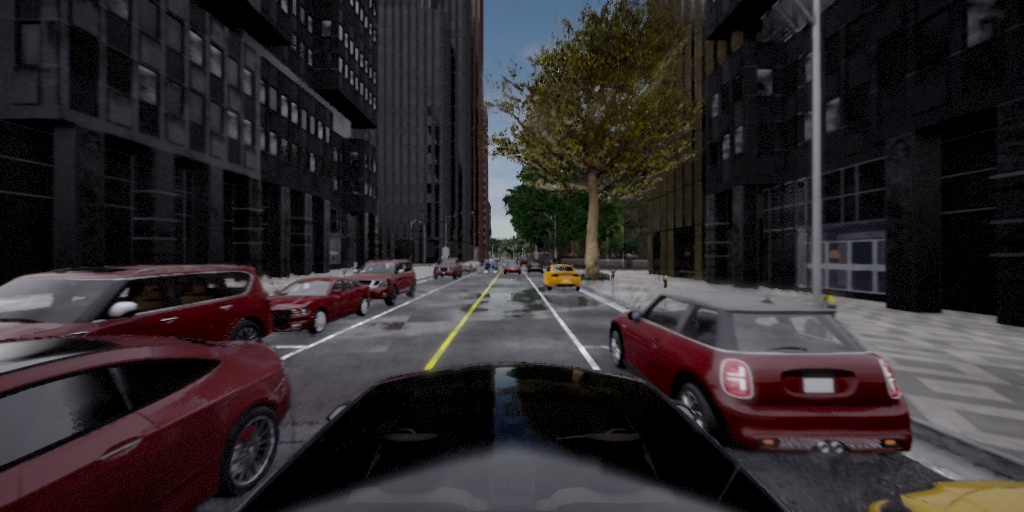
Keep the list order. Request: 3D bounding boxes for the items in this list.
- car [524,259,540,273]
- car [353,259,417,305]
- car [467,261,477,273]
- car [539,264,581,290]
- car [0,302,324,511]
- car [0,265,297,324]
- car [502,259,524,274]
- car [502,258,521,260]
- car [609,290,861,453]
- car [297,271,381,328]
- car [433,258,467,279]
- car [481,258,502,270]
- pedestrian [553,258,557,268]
[{"bbox_3d":[2.778,1.367,43.761,1.948,1.339,4.313,0,0,0],"label":"car"},{"bbox_3d":[-5.757,1.082,16.193,2.192,1.841,5.009,0,0,0],"label":"car"},{"bbox_3d":[-5.747,1.353,43.756,2.007,1.370,4.403,0,0,0],"label":"car"},{"bbox_3d":[3.008,1.252,22.493,1.882,1.535,5.008,0,0,0],"label":"car"},{"bbox_3d":[-3.100,1.276,1.782,1.812,1.442,4.674,0,0,0],"label":"car"},{"bbox_3d":[-5.761,1.069,5.168,2.192,1.841,5.009,0,0,0],"label":"car"},{"bbox_3d":[0.064,1.365,42.731,1.994,1.385,4.181,0,0,1],"label":"car"},{"bbox_3d":[-0.273,1.438,56.786,1.895,1.301,4.718,0,0,-14],"label":"car"},{"bbox_3d":[2.764,1.193,5.170,1.967,1.591,4.097,0,0,0],"label":"car"},{"bbox_3d":[-5.759,1.306,10.680,1.888,1.381,4.507,0,0,0],"label":"car"},{"bbox_3d":[-5.751,1.102,32.731,2.192,1.841,5.009,0,0,0],"label":"car"},{"bbox_3d":[-2.982,1.362,52.941,2.033,1.411,5.357,0,0,0],"label":"car"},{"bbox_3d":[3.009,1.071,25.498,0.375,1.860,0.375,0,0,0],"label":"pedestrian"}]
